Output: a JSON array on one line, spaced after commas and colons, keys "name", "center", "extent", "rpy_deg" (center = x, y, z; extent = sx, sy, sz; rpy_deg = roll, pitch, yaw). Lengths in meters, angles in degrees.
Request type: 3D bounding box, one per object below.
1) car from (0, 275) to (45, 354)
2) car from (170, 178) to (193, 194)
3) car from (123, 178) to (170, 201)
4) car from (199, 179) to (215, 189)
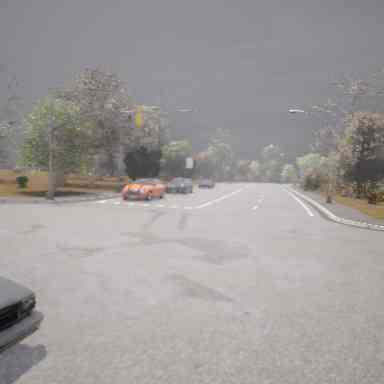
[{"name": "car", "center": [-4.542, 1.118, 3.985], "extent": [5.357, 1.411, 2.033], "rpy_deg": [3, 3, 16]}, {"name": "car", "center": [-1.289, -0.776, 36.443], "extent": [2.097, 1.767, 4.553], "rpy_deg": [3, 3, 13]}, {"name": "car", "center": [-3.765, -0.324, 26.671], "extent": [2.097, 1.767, 4.553], "rpy_deg": [3, 3, 15]}, {"name": "car", "center": [2.424, -1.269, 52.006], "extent": [2.033, 1.411, 5.357], "rpy_deg": [3, 3, 13]}]
